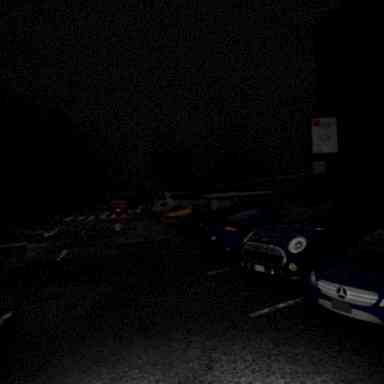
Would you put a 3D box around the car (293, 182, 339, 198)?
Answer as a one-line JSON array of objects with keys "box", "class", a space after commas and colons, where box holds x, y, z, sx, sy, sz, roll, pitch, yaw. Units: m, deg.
[{"box": [17.421, -0.248, 46.944, 2.435, 2.045, 5.566, -4, 2, -34], "class": "car"}]

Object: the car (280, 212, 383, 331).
[{"box": [4.034, 1.227, 5.869, 4.674, 1.452, 2.002, -3, 1, -32], "class": "car"}]

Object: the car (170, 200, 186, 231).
[{"box": [1.508, 1.254, 17.614, 4.674, 1.452, 2.002, -3, 1, -32], "class": "car"}]

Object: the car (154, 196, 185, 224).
[{"box": [0.705, 1.226, 20.450, 5.366, 1.575, 1.946, -3, 1, -32], "class": "car"}]

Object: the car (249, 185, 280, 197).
[{"box": [13.691, -0.195, 63.438, 2.435, 2.045, 5.566, -3, 0, -34], "class": "car"}]

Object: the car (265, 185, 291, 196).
[{"box": [16.594, -0.243, 64.198, 2.185, 1.767, 4.553, -3, 0, -34], "class": "car"}]

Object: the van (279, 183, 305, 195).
[{"box": [19.463, -0.516, 64.975, 1.878, 1.987, 4.442, -4, 0, -34], "class": "van"}]

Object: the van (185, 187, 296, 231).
[{"box": [2.221, 0.977, 14.743, 4.442, 1.987, 1.878, -3, 0, -32], "class": "van"}]

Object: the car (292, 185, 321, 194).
[{"box": [22.476, -0.470, 65.601, 2.231, 1.521, 4.892, -3, 0, -34], "class": "car"}]

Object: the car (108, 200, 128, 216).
[{"box": [-7.558, 1.564, 34.154, 1.882, 1.535, 5.008, -4, 1, -12], "class": "car"}]

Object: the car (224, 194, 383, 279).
[{"box": [3.426, 1.066, 8.815, 4.553, 1.767, 2.185, -3, 1, -32], "class": "car"}]

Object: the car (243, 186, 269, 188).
[{"box": [8.854, 0.268, 44.813, 2.435, 2.045, 5.566, -4, 1, -34], "class": "car"}]

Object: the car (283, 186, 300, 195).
[{"box": [11.690, 0.377, 45.545, 2.163, 1.488, 4.792, -4, 2, -34], "class": "car"}]

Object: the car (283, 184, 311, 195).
[{"box": [14.550, -0.076, 46.246, 2.435, 2.045, 5.566, -4, 2, -34], "class": "car"}]

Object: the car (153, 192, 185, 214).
[{"box": [-0.414, 0.984, 26.443, 5.566, 2.045, 2.435, -3, 0, -32], "class": "car"}]

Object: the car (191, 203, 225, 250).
[{"box": [2.761, 1.200, 11.744, 5.008, 1.535, 2.097, -3, 0, -32], "class": "car"}]

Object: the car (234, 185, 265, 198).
[{"box": [10.712, -0.016, 62.756, 2.435, 2.045, 5.566, -4, 0, -34], "class": "car"}]

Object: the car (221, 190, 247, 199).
[{"box": [7.797, 0.441, 62.039, 2.163, 1.488, 4.792, -4, 0, -34], "class": "car"}]
